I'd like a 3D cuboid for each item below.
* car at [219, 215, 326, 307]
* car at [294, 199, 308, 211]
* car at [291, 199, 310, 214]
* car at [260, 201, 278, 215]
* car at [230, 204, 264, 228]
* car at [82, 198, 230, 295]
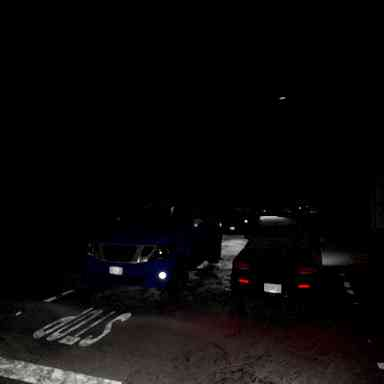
[{"bbox_3d":[2.162,1.528,8.034,1.812,1.442,4.674,0,0,19],"label":"car"},{"bbox_3d":[15.379,1.743,46.883,1.882,1.535,5.008,0,-1,19],"label":"car"},{"bbox_3d":[12.204,1.693,37.380,1.994,1.385,4.181,0,-1,19],"label":"car"},{"bbox_3d":[7.463,1.629,33.154,1.994,1.385,4.181,0,-1,20],"label":"car"},{"bbox_3d":[2.831,1.605,19.628,1.895,1.301,4.718,0,0,19],"label":"car"},{"bbox_3d":[-0.665,1.223,9.301,2.150,2.045,5.566,0,0,18],"label":"car"}]
